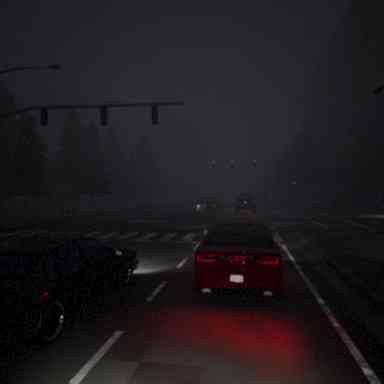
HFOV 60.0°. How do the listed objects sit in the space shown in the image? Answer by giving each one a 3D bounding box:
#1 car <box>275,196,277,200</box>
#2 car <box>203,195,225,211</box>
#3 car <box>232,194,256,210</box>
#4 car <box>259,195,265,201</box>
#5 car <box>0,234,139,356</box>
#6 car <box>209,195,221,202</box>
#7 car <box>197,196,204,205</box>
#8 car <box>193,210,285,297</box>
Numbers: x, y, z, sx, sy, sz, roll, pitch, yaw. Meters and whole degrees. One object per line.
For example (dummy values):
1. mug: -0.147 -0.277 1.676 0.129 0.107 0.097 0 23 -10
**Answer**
1. car: 21.319 1.353 91.202 5.008 1.535 1.882 0 0 -37
2. car: 2.867 1.445 39.929 1.882 1.535 5.008 0 0 9
3. car: 5.927 1.210 36.931 2.150 2.045 5.566 0 0 9
4. car: 18.260 1.372 83.306 1.882 1.535 5.008 0 0 39
5. car: -2.689 1.540 6.381 2.033 1.411 5.357 0 0 10
6. car: 5.001 1.432 72.928 1.812 1.442 4.674 0 0 14
7. car: 2.082 1.432 57.799 1.837 1.490 4.892 0 0 10
8. car: 1.248 1.466 8.674 1.882 1.535 5.008 0 0 10
